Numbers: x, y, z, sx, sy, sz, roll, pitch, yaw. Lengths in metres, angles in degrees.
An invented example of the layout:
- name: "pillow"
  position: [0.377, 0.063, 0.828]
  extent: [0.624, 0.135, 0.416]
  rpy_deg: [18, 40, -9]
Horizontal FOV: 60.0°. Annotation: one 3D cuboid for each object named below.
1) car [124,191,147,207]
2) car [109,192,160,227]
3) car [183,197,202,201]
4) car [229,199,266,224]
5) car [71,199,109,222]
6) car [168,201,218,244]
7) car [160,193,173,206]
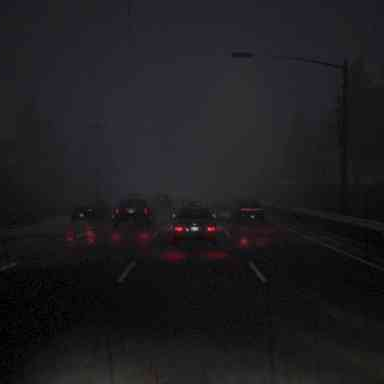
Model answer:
- name: "car"
  position: [-6.923, 0.834, 41.182]
  extent: [2.097, 1.767, 4.553]
  rpy_deg: [0, 1, 0]
- name: "car"
  position: [-3.402, 1.090, 20.714]
  extent: [2.097, 1.767, 4.553]
  rpy_deg: [0, 1, 0]
- name: "car"
  position: [0.033, 1.180, 33.476]
  extent: [1.895, 1.301, 4.718]
  rpy_deg: [0, 1, 1]
- name: "car"
  position: [3.598, 1.214, 22.162]
  extent: [2.128, 1.511, 4.902]
  rpy_deg: [0, 1, 0]
- name: "car"
  position: [-6.903, 1.234, 23.090]
  extent: [1.812, 1.442, 4.674]
  rpy_deg: [0, 1, 0]
- name: "car"
  position: [0.099, 1.362, 14.662]
  extent: [2.033, 1.411, 5.357]
  rpy_deg: [0, 1, 0]
- name: "car"
  position: [-3.428, 0.854, 39.566]
  extent: [2.097, 1.767, 4.553]
  rpy_deg: [0, 1, 0]
